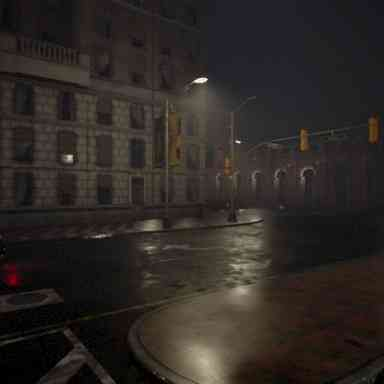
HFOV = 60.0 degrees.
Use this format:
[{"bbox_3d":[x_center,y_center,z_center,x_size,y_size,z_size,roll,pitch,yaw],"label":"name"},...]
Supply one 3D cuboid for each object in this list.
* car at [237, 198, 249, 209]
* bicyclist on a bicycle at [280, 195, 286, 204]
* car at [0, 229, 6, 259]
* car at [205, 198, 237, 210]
[{"bbox_3d":[5.711,1.526,45.207,1.812,1.442,4.674,0,0,-36],"label":"car"},{"bbox_3d":[15.449,1.300,56.436,1.656,1.620,0.582,0,0,-36],"label":"bicyclist on a bicycle"},{"bbox_3d":[-7.529,1.491,8.446,4.902,1.511,2.128,0,0,-35],"label":"car"},{"bbox_3d":[2.966,1.492,43.026,2.128,1.511,4.902,0,0,-36],"label":"car"}]
